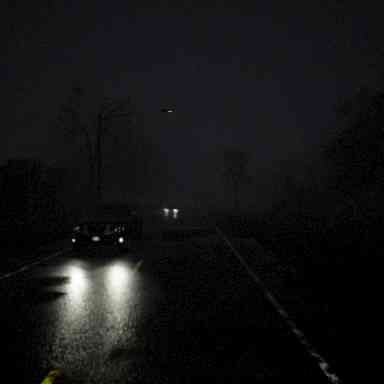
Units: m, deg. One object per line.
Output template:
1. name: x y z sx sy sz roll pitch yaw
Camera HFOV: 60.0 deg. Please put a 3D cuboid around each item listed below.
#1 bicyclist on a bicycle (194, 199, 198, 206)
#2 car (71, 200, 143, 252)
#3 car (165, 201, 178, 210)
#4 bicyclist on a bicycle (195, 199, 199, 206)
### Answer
1. bicyclist on a bicycle: 0.973 2.515 77.591 0.866 1.612 1.509 0 -1 0
2. car: -3.597 1.424 15.209 2.150 2.045 5.566 0 -1 0
3. car: -3.535 2.313 57.630 1.812 1.442 4.674 0 -1 1
4. bicyclist on a bicycle: 0.972 2.399 68.569 0.582 1.620 1.656 0 -1 0
